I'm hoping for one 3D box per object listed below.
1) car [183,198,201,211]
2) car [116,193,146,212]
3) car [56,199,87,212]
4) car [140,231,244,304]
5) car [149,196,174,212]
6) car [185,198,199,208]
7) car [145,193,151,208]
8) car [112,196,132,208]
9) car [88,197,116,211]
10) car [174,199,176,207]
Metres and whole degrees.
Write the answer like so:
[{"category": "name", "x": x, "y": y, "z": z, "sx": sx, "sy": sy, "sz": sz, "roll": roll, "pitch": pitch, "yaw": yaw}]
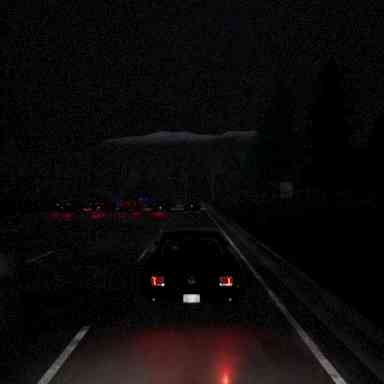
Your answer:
[{"category": "car", "x": 0.006, "y": 1.553, "z": 39.619, "sx": 1.994, "sy": 1.385, "sz": 4.181, "roll": 0, "pitch": 0, "yaw": 0}, {"category": "car", "x": -6.999, "y": 1.342, "z": 38.844, "sx": 2.097, "sy": 1.767, "sz": 4.553, "roll": 0, "pitch": 0, "yaw": 0}, {"category": "car", "x": -14.004, "y": 1.515, "z": 38.189, "sx": 1.812, "sy": 1.442, "sz": 4.674, "roll": 0, "pitch": 0, "yaw": 0}, {"category": "car", "x": -0.001, "y": 1.599, "z": 8.112, "sx": 1.895, "sy": 1.301, "sz": 4.718, "roll": 0, "pitch": 0, "yaw": 0}, {"category": "car", "x": -3.496, "y": 1.494, "z": 39.158, "sx": 1.837, "sy": 1.490, "sz": 4.892, "roll": 0, "pitch": 0, "yaw": 0}, {"category": "car", "x": 0.006, "y": 1.551, "z": 49.539, "sx": 1.994, "sy": 1.385, "sz": 4.181, "roll": 0, "pitch": 0, "yaw": 0}, {"category": "car", "x": -7.002, "y": 1.208, "z": 48.789, "sx": 2.150, "sy": 2.045, "sz": 5.566, "roll": 0, "pitch": 0, "yaw": 0}, {"category": "car", "x": -10.495, "y": 1.464, "z": 49.938, "sx": 1.882, "sy": 1.535, "sz": 5.008, "roll": 0, "pitch": 0, "yaw": 0}, {"category": "car", "x": -10.488, "y": 1.493, "z": 39.915, "sx": 1.837, "sy": 1.490, "sz": 4.892, "roll": 0, "pitch": 0, "yaw": 0}, {"category": "car", "x": -3.489, "y": 1.551, "z": 49.546, "sx": 1.994, "sy": 1.385, "sz": 4.181, "roll": 0, "pitch": 0, "yaw": 0}]
